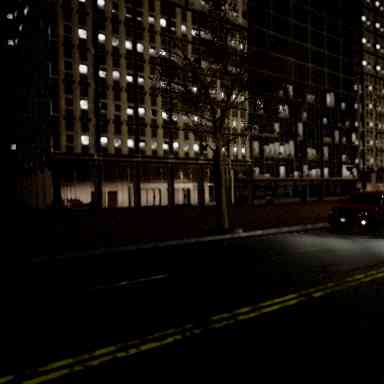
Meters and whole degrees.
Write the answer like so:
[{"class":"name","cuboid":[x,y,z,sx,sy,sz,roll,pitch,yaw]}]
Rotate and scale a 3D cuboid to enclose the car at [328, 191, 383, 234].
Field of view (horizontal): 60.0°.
[{"class":"car","cuboid":[9.735,0.980,17.995,5.566,2.045,2.150,-1,0,-34]}]
